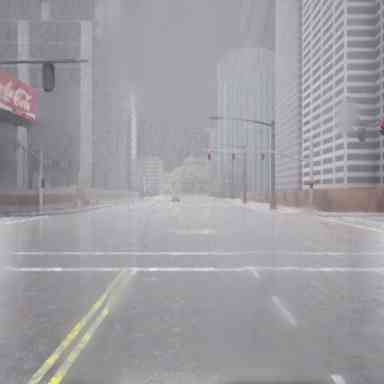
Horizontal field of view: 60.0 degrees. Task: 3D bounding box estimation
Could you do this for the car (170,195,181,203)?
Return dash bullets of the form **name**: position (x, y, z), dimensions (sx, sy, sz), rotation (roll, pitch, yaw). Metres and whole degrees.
- **car**: position (-3.500, 1.468, 70.908), dimensions (1.837, 1.490, 4.892), rotation (0, 0, 0)
